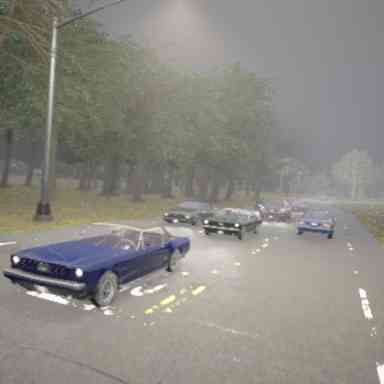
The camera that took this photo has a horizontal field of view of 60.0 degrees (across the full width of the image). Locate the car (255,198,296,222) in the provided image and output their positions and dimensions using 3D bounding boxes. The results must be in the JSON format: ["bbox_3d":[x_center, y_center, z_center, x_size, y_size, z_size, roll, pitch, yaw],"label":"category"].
[{"bbox_3d":[7.158,1.429,28.232,2.097,1.767,4.553,4,1,24],"label":"car"}]

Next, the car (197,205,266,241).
[{"bbox_3d":[2.153,1.513,16.799,1.895,1.301,4.718,4,1,24],"label":"car"}]

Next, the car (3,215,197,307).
[{"bbox_3d":[-1.732,1.387,7.748,1.895,1.301,4.718,4,1,22],"label":"car"}]

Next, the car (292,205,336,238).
[{"bbox_3d":[7.429,1.777,19.746,2.033,1.411,5.357,4,1,24],"label":"car"}]

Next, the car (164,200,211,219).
[{"bbox_3d":[0.157,1.256,20.946,2.033,1.411,5.357,4,1,24],"label":"car"}]

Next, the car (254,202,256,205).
[{"bbox_3d":[8.946,1.488,40.963,2.128,1.511,4.902,4,1,24],"label":"car"}]

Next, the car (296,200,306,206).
[{"bbox_3d":[13.720,1.834,43.112,1.812,1.442,4.674,4,1,23],"label":"car"}]
